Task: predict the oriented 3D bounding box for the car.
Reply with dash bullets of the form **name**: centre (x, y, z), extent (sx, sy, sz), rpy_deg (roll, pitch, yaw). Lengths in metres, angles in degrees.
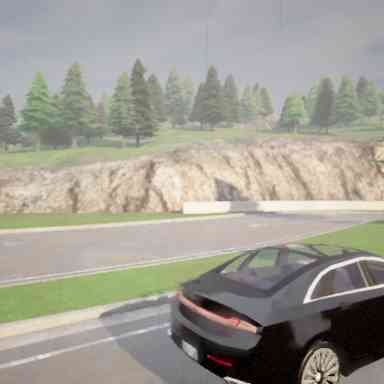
- **car**: centre (2.020, 1.533, 4.926), extent (4.902, 1.511, 2.128), rpy_deg (1, -1, -32)
